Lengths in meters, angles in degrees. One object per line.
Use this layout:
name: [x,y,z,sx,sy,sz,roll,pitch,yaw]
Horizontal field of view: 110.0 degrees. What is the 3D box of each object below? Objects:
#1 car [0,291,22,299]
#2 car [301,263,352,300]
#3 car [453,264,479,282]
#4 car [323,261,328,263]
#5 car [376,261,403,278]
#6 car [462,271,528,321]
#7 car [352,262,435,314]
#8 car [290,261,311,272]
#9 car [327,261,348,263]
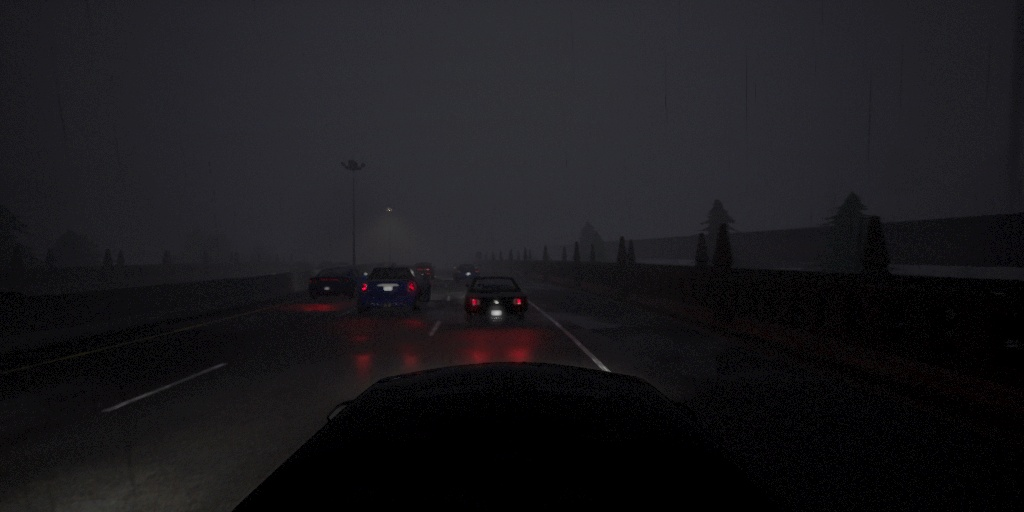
car: [-18.206,1.446,10.451,1.895,1.301,4.718,0,0,-6]
car: [-8.610,1.291,18.294,1.882,1.535,5.008,0,0,-10]
car: [-3.783,1.367,29.646,1.994,1.385,4.181,0,0,-12]
car: [-26.949,1.507,52.280,1.812,1.442,4.674,0,0,-12]
car: [-12.618,1.361,37.162,2.128,1.511,4.902,0,0,-13]
car: [-0.684,1.366,12.604,1.895,1.301,4.718,0,0,-6]
car: [-4.486,1.137,14.331,2.097,1.767,4.553,0,0,-7]
car: [-30.450,1.492,51.895,2.128,1.511,4.902,0,0,-12]
car: [-22.163,1.469,46.864,1.812,1.442,4.674,0,0,-12]
